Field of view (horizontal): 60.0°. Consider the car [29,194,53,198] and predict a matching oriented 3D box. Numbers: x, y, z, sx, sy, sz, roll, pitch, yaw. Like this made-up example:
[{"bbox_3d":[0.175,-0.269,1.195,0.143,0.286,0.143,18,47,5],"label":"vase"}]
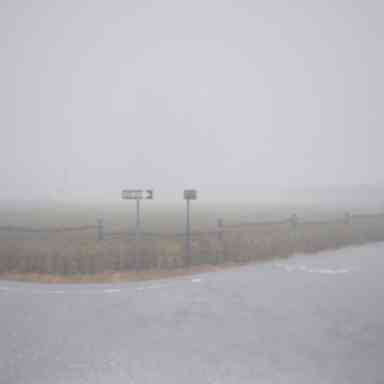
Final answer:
[{"bbox_3d":[-34.887,1.233,77.830,4.611,1.667,2.242,0,0,-36],"label":"car"}]
